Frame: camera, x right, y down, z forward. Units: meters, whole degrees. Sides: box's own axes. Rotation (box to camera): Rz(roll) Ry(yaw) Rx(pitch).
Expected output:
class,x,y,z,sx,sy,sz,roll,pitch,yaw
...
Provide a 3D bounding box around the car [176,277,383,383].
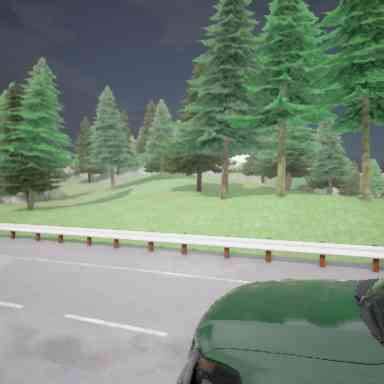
class,x,y,z,sx,sy,sz,roll,pitch,yaw
car,2.577,1.222,1.985,5.566,2.045,2.150,0,0,25
